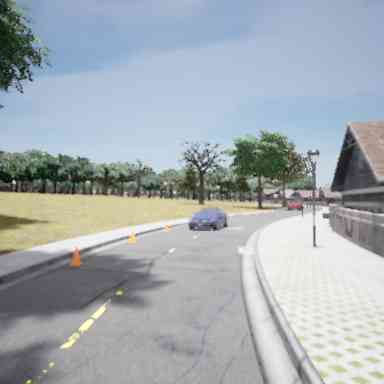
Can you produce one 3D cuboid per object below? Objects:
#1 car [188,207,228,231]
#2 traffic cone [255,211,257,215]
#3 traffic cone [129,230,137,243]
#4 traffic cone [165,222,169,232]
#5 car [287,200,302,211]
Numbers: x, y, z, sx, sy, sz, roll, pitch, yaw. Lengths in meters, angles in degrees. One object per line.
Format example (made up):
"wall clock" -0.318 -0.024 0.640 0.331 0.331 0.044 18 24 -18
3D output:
"car" 1.216 1.769 22.723 1.812 1.442 4.674 -1 -1 19
"traffic cone" 8.545 2.748 44.177 0.340 0.580 0.340 -1 -2 26
"traffic cone" -2.841 2.098 15.880 0.340 0.580 0.340 0 -1 12
"traffic cone" -1.581 2.175 20.898 0.340 0.580 0.340 -1 -1 16
"car" 20.450 2.653 66.119 2.150 2.045 5.566 -1 -2 26
